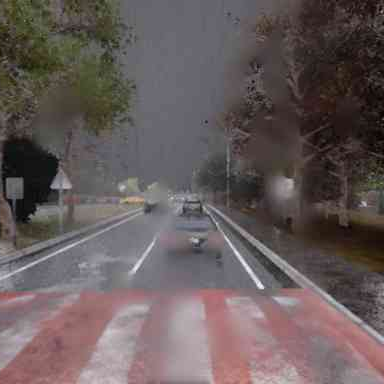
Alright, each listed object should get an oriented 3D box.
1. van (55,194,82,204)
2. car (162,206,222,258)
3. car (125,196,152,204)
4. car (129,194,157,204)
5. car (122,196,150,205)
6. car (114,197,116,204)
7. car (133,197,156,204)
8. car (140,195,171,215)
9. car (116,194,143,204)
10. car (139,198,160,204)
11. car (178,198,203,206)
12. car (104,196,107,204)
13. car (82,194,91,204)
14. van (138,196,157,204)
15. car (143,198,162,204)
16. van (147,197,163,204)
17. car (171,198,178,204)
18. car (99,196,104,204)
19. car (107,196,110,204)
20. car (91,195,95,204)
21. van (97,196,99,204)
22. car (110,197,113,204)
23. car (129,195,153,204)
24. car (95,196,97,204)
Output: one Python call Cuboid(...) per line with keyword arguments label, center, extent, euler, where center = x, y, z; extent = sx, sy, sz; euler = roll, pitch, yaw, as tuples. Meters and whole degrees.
Cuboid(label="van", center=(-23.623, 1.369, 62.491), extent=(4.442, 1.987, 1.878), euler=(0, -1, 0))
Cuboid(label="car", center=(0.072, 1.497, 12.512), extent=(2.033, 1.411, 5.357), euler=(0, 0, 0))
Cuboid(label="car", center=(-10.435, 1.657, 65.166), extent=(5.008, 1.535, 2.097), euler=(0, -2, 0))
Cuboid(label="car", center=(-10.405, 1.566, 70.720), extent=(5.566, 2.045, 2.435), euler=(0, -2, 0))
Cuboid(label="car", center=(-10.431, 1.589, 62.395), extent=(4.892, 1.521, 2.231), euler=(0, -1, 0))
Cuboid(label="car", center=(-23.347, 2.418, 90.294), extent=(5.366, 1.575, 1.946), euler=(0, -2, 0))
Cuboid(label="car", center=(-10.466, 1.932, 73.487), extent=(4.792, 1.488, 2.163), euler=(0, -2, 0))
Cuboid(label="car", center=(-3.393, 1.309, 31.704), extent=(1.882, 1.535, 5.008), euler=(0, 0, 0))
Cuboid(label="car", center=(-10.237, 1.524, 59.627), extent=(5.366, 1.575, 1.946), euler=(0, -1, 0))
Cuboid(label="car", center=(-10.449, 2.157, 81.812), extent=(5.008, 1.535, 2.097), euler=(0, -2, 0))
Cuboid(label="car", center=(0.050, 1.320, 32.499), extent=(2.128, 1.511, 4.902), euler=(0, 0, 0))
Cuboid(label="car", center=(-23.516, 2.078, 79.091), extent=(5.008, 1.535, 2.097), euler=(0, -2, 0))
Cuboid(label="car", center=(-23.536, 1.415, 65.383), extent=(5.566, 2.045, 2.435), euler=(0, -1, 0))
Cuboid(label="van", center=(-10.558, 1.847, 79.043), extent=(4.442, 1.987, 1.878), euler=(0, -2, 0))
Cuboid(label="car", center=(-10.419, 2.357, 87.359), extent=(4.792, 1.488, 2.163), euler=(0, -2, 0))
Cuboid(label="van", center=(-10.338, 2.271, 92.918), extent=(4.442, 1.987, 1.878), euler=(0, -2, 0))
Cuboid(label="car", center=(-3.359, 1.928, 73.561), extent=(1.994, 1.385, 4.181), euler=(0, -2, 0))
Cuboid(label="car", center=(-23.487, 1.872, 76.451), extent=(4.553, 1.767, 2.185), euler=(0, -2, 0))
Cuboid(label="car", center=(-23.519, 2.167, 81.986), extent=(5.008, 1.535, 2.097), euler=(0, -2, 0))
Cuboid(label="car", center=(-23.326, 1.742, 68.143), extent=(5.366, 1.575, 1.946), euler=(0, -2, 0))
Cuboid(label="van", center=(-23.633, 1.687, 73.686), extent=(4.442, 1.987, 1.878), euler=(0, -2, 0))
Cuboid(label="car", center=(-23.521, 2.253, 84.755), extent=(4.892, 1.521, 2.231), euler=(0, -2, 0))
Cuboid(label="car", center=(-10.462, 1.610, 67.945), extent=(4.553, 1.767, 2.185), euler=(0, -2, 0))
Cuboid(label="car", center=(-23.507, 1.829, 70.909), extent=(4.892, 1.521, 2.231), euler=(0, -2, 0))
